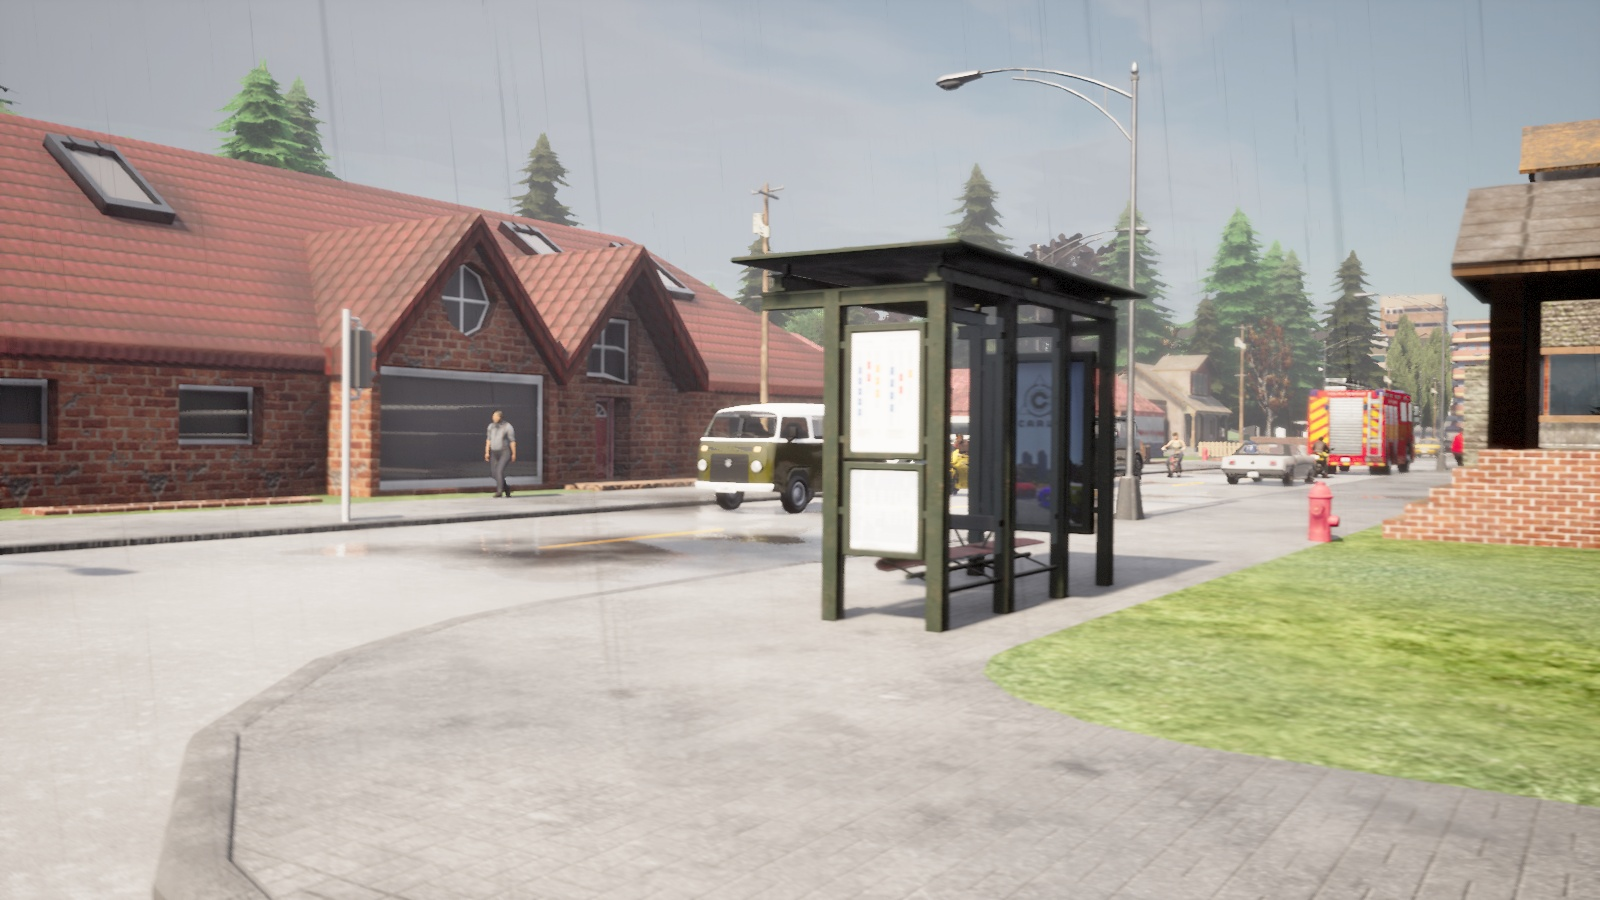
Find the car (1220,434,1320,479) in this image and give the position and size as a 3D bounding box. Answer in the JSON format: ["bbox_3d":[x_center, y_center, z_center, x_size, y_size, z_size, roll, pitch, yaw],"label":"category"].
[{"bbox_3d":[14.725,0.161,39.175,1.895,1.301,4.718,0,1,34],"label":"car"}]

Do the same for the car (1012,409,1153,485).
[{"bbox_3d":[8.390,-0.132,36.870,2.150,2.045,5.566,0,1,34],"label":"car"}]

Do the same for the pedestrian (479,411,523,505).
[{"bbox_3d":[-5.976,0.148,25.112,0.540,1.848,0.694,0,1,22],"label":"pedestrian"}]

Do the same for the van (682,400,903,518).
[{"bbox_3d":[-0.037,0.122,24.178,2.069,2.038,4.480,0,1,34],"label":"van"}]

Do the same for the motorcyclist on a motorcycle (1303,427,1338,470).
[{"bbox_3d":[18.755,-0.076,45.233,0.797,1.523,2.044,0,1,34],"label":"motorcyclist on a motorcycle"}]

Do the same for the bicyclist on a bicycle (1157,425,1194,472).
[{"bbox_3d":[13.197,-0.057,44.107,0.866,1.612,1.509,0,1,33],"label":"bicyclist on a bicycle"}]

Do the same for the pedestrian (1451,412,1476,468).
[{"bbox_3d":[22.278,-0.338,42.173,0.634,1.844,0.899,0,1,34],"label":"pedestrian"}]

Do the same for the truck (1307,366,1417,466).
[{"bbox_3d":[23.677,-1.368,52.633,2.891,3.827,8.468,0,1,33],"label":"truck"}]
